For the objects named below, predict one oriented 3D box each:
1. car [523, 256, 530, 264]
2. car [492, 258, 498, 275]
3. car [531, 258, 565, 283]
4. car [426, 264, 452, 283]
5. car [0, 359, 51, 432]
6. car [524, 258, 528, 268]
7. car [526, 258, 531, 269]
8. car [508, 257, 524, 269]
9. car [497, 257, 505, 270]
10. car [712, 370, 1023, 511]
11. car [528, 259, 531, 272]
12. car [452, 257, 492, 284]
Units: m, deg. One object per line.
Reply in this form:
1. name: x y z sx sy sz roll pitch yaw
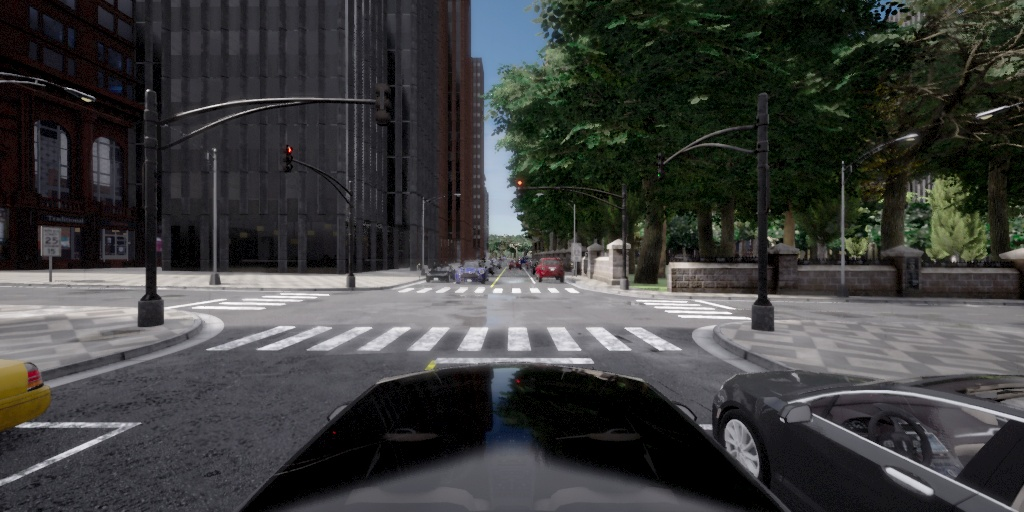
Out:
1. car: 3.188 1.231 55.689 1.967 1.591 4.097 0 0 0
2. car: -2.811 1.276 38.547 1.837 1.490 4.892 0 0 0
3. car: 2.972 1.075 28.408 2.192 1.841 5.009 0 0 0
4. car: -5.553 1.326 28.466 1.948 1.339 4.313 0 0 0
5. car: -5.766 1.275 1.632 1.751 1.417 4.829 0 0 0
6. car: 3.145 1.335 50.233 2.007 1.370 4.403 0 0 0
7. car: 3.101 1.329 44.776 2.007 1.370 4.403 0 0 0
8. car: 0.536 1.318 57.012 1.812 1.442 4.674 0 0 0
9. car: -2.646 1.283 55.266 2.128 1.511 4.902 0 0 1
10. car: 2.760 1.300 1.744 2.007 1.370 4.403 0 0 0
11. car: 3.058 1.338 39.320 1.948 1.339 4.313 0 0 0
12. car: -2.903 1.112 26.869 2.097 1.767 4.553 0 0 0
